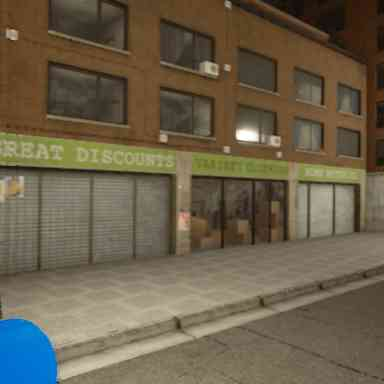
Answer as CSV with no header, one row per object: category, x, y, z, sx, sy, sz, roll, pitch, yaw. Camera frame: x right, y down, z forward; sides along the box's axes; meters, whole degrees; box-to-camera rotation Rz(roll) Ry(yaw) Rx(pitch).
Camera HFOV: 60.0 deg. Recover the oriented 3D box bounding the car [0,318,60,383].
car,-3.082,1.467,1.178,5.008,1.535,1.882,0,0,-35
